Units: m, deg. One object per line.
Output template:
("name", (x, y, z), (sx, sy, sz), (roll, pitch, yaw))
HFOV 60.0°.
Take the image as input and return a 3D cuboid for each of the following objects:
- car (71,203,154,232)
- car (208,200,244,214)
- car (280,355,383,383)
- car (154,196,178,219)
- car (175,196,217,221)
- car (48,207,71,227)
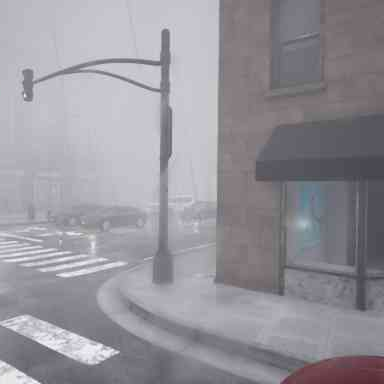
("car", (-4.979, 1.616, 21.541), (1.837, 1.490, 4.892), (1, 0, 35))
("car", (4.201, 1.731, 40.007), (2.128, 1.511, 4.902), (1, 0, 36))
("car", (2.417, 1.545, 1.229), (4.507, 1.381, 1.887), (0, 1, 35))
("car", (-1.770, 1.372, 31.648), (2.150, 2.045, 5.566), (1, 0, 35))
("car", (0.924, 1.550, 29.822), (2.097, 1.767, 4.553), (1, 0, 36))
("car", (-7.630, 1.569, 23.420), (1.837, 1.490, 4.892), (1, 0, 35))
